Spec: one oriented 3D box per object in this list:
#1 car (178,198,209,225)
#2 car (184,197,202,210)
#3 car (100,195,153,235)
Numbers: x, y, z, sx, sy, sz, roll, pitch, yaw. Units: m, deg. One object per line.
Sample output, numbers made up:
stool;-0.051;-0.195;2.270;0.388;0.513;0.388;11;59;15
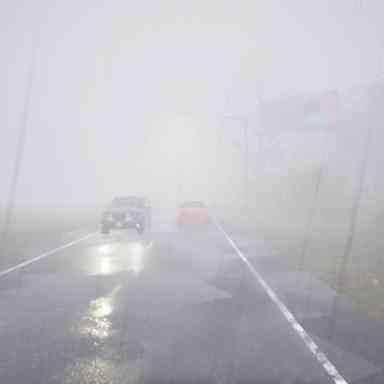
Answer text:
car;0.100;1.344;23.876;2.097;1.767;4.553;0;0;0
car;0.122;1.479;43.337;2.128;1.511;4.902;0;0;0
car;-3.569;1.216;19.058;2.150;2.045;5.566;0;0;0
